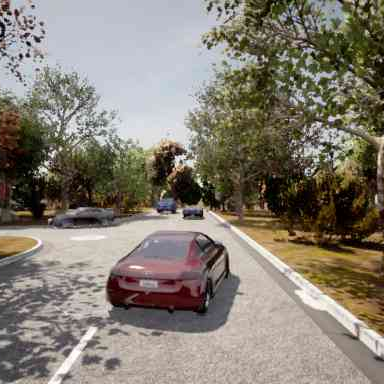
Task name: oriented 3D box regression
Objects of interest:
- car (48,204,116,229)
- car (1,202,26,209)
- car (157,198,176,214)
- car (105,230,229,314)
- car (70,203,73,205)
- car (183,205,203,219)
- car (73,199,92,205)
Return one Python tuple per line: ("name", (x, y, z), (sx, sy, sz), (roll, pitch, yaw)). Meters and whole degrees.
("car", (-8.202, 1.932, 25.162), (4.902, 1.511, 2.128), (0, -2, -37))
("car", (-33.033, 2.545, 61.111), (4.892, 1.490, 1.837), (0, -2, 12))
("car", (-3.274, 1.817, 43.477), (2.150, 2.045, 5.566), (0, -1, 1))
("car", (-0.303, 1.588, 7.793), (1.994, 1.385, 4.181), (0, 0, 13))
("car", (-22.426, 2.593, 62.733), (5.008, 1.535, 1.882), (0, -2, 1))
("car", (0.135, 1.988, 33.835), (1.895, 1.301, 4.718), (0, -1, 3))
("car", (-17.675, 2.225, 59.440), (5.566, 2.045, 2.150), (0, -2, -1))
